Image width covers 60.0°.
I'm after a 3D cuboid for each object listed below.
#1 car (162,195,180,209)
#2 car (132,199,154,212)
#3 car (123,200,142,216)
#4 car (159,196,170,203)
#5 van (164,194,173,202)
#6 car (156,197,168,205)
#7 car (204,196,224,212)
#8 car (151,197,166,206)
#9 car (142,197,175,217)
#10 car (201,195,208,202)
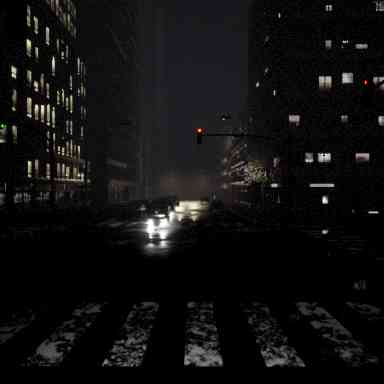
[{"bbox_3d":[-2.999,1.480,40.463,2.128,1.511,4.902,0,0,0],"label":"car"},{"bbox_3d":[-5.612,1.555,38.652,1.947,1.339,4.313,-1,0,0],"label":"car"},{"bbox_3d":[-5.626,1.516,32.828,1.752,1.417,4.829,-1,0,0],"label":"car"},{"bbox_3d":[-5.544,1.528,66.925,1.887,1.381,4.507,-1,0,0],"label":"car"},{"bbox_3d":[-5.520,1.322,78.234,1.690,1.788,3.998,-1,0,0],"label":"van"},{"bbox_3d":[-5.557,1.566,61.270,1.802,1.307,4.206,-1,0,0],"label":"car"},{"bbox_3d":[2.768,1.540,38.632,2.008,1.369,4.403,-1,0,0],"label":"car"},{"bbox_3d":[-5.571,1.530,55.615,1.887,1.381,4.507,-1,0,0],"label":"car"},{"bbox_3d":[-3.028,1.482,30.978,2.128,1.511,4.902,0,0,0],"label":"car"},{"bbox_3d":[2.848,1.422,72.560,1.967,1.590,4.097,-1,0,0],"label":"car"}]
